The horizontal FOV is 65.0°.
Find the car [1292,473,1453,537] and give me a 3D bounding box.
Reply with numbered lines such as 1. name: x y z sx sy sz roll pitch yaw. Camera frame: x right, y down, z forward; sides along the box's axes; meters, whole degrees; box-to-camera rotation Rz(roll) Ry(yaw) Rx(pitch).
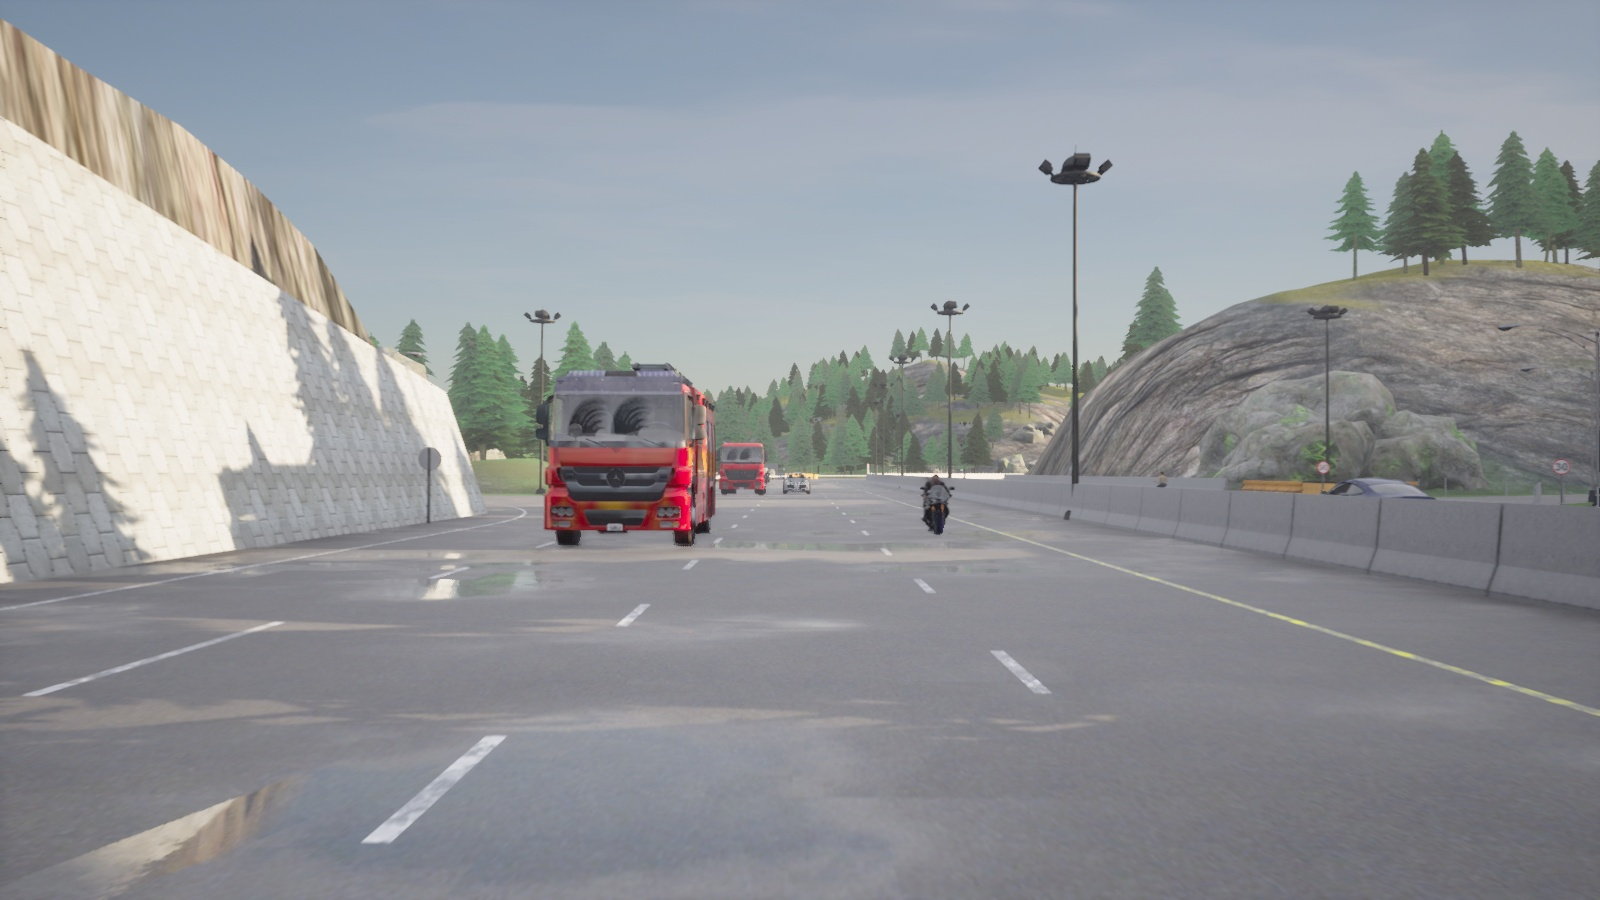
1. car: 13.925 1.302 30.882 1.812 1.442 4.674 0 -1 0

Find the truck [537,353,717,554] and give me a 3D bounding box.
1. truck: -3.573 0.136 28.191 2.891 3.827 8.468 0 -1 0

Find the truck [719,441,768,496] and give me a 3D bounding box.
1. truck: -3.707 1.249 83.716 2.891 3.462 7.936 0 -1 0

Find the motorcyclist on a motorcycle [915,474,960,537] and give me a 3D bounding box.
1. motorcyclist on a motorcycle: 3.423 1.363 31.511 0.866 1.530 2.191 0 -1 0

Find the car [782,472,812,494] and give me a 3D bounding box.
1. car: -0.209 2.222 86.088 1.970 1.475 3.806 0 -1 0
